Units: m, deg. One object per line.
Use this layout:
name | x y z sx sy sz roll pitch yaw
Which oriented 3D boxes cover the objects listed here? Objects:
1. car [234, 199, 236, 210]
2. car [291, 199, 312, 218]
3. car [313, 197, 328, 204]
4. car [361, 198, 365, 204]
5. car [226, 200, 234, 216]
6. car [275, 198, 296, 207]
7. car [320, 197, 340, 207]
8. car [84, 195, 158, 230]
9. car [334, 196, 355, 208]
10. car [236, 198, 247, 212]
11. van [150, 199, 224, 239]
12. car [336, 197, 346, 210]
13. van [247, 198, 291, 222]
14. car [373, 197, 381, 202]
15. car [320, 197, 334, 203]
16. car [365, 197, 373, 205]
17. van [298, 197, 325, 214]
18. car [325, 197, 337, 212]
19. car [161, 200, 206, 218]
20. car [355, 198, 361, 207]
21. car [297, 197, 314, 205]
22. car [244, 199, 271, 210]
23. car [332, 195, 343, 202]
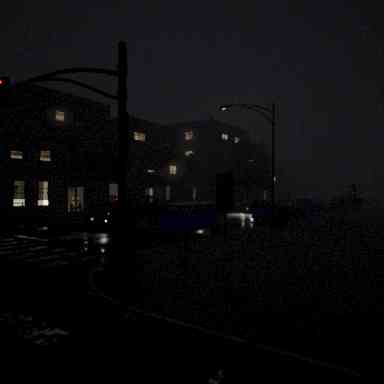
car | 5.740 1.507 40.573 1.967 1.590 4.097 0 0 35
car | 9.407 1.655 31.220 1.887 1.381 4.507 0 0 35
car | 27.875 1.728 72.050 1.752 1.417 4.829 0 0 35
car | 28.563 1.748 58.460 1.752 1.417 4.829 0 0 35
car | 1.530 1.530 30.077 1.882 1.535 5.008 1 0 35
car | 15.268 1.666 54.122 1.887 1.381 4.507 0 0 35
car | 22.747 1.658 54.689 1.882 1.535 5.008 1 0 35
car | -4.281 1.248 21.814 2.150 2.045 5.566 1 0 35
car | 22.114 1.497 49.288 2.192 1.841 5.009 0 0 35
car | 7.488 1.575 38.533 2.128 1.511 4.902 1 0 35
van | -0.121 1.407 17.670 1.690 1.788 3.998 0 0 35
car | 18.936 1.729 44.770 1.947 1.339 4.313 0 0 35
van | 6.232 1.436 26.704 1.690 1.788 3.998 0 0 35
car | 44.347 1.899 80.904 1.947 1.339 4.313 0 0 35
car | 31.149 1.792 76.706 1.947 1.339 4.313 0 0 35
car | 34.818 1.810 67.354 1.887 1.381 4.507 0 0 35
van | 12.584 1.469 35.737 1.690 1.788 3.998 0 0 35
car | 15.858 1.671 40.393 1.752 1.417 4.829 0 0 35
car | -0.711 1.558 31.400 1.752 1.417 4.829 0 0 35
car | 25.290 1.517 53.805 2.192 1.841 5.009 0 0 35
car | 21.621 1.705 63.155 1.887 1.381 4.507 0 0 35
car | 8.915 1.629 45.090 1.887 1.381 4.507 0 0 35
car | 37.502 1.712 85.739 1.967 1.590 4.097 0 0 35
